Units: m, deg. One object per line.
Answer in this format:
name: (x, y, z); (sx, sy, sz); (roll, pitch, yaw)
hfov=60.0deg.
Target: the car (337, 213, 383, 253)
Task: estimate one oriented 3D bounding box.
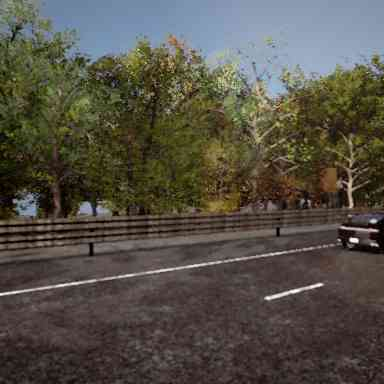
car: (8.106, 1.638, 14.019); (4.902, 1.511, 2.128); (1, 0, -36)
